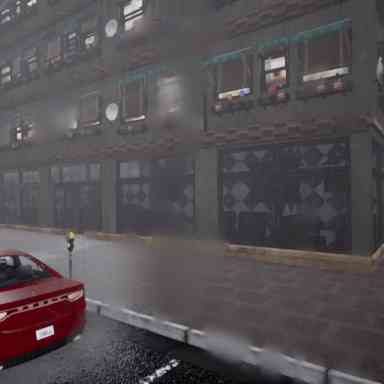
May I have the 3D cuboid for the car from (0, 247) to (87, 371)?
[{"bbox_3d":[-3.569,1.546,5.274,4.507,1.381,1.887,0,-1,35],"label":"car"}]
